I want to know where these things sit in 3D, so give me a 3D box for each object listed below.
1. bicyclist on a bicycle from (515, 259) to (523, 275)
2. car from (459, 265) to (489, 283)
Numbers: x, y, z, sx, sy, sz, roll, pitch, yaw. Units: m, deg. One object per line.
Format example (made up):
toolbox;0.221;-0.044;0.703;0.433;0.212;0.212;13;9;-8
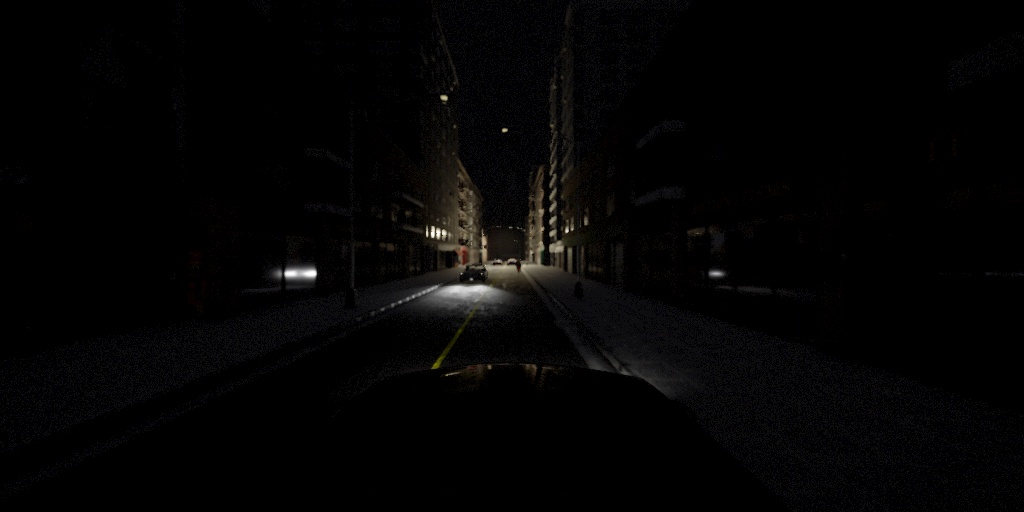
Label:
bicyclist on a bicycle;0.754;1.178;37.818;0.866;1.612;1.509;0;0;0
car;-2.850;1.342;27.486;1.895;1.301;4.718;0;0;0
